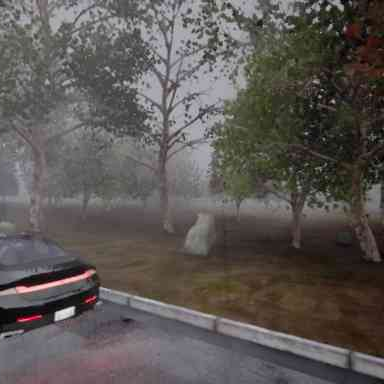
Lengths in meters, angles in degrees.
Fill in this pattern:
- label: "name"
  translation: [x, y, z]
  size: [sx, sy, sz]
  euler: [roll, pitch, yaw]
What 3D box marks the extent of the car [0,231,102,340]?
- label: "car"
  translation: [-3.745, 1.482, 6.050]
  size: [4.902, 1.511, 2.128]
  euler: [0, 0, 36]
